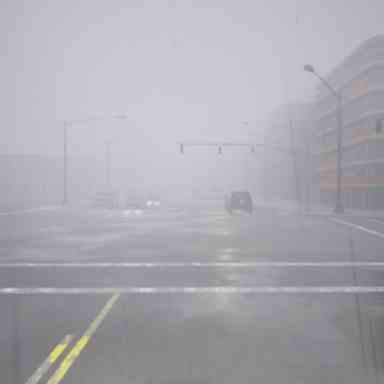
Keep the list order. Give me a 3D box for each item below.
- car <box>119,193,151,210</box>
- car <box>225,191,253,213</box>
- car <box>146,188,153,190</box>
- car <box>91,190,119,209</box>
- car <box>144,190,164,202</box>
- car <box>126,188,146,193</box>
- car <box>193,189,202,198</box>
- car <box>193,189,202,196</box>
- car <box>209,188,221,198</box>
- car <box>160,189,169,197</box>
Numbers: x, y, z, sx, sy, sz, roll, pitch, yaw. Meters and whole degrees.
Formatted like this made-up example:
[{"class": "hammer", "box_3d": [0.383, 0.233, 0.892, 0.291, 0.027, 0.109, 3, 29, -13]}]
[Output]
[{"class": "car", "box_3d": [-6.201, 1.140, 37.027, 2.033, 1.411, 5.357, 0, 1, 0]}, {"class": "car", "box_3d": [4.459, 0.911, 32.135, 2.150, 2.045, 5.566, 0, 1, 1]}, {"class": "car", "box_3d": [-9.387, -0.103, 71.219, 2.097, 1.767, 4.553, 0, 1, 0]}, {"class": "car", "box_3d": [-9.695, 0.805, 37.690, 2.150, 2.045, 5.566, 0, 1, -1]}, {"class": "car", "box_3d": [-6.075, 0.789, 53.097, 1.994, 1.385, 4.181, 0, 1, 1]}, {"class": "car", "box_3d": [-9.548, 0.400, 55.086, 2.150, 2.045, 5.566, 0, 1, 1]}, {"class": "car", "box_3d": [1.088, 0.473, 67.314, 1.895, 1.301, 4.718, 0, 1, 0]}, {"class": "car", "box_3d": [1.151, 0.090, 77.287, 2.033, 1.411, 5.357, 0, 1, 0]}, {"class": "car", "box_3d": [4.585, 0.105, 66.865, 2.150, 2.045, 5.566, 0, 1, 0]}, {"class": "car", "box_3d": [-5.901, 0.111, 69.085, 2.097, 1.767, 4.553, 0, 1, 0]}]
